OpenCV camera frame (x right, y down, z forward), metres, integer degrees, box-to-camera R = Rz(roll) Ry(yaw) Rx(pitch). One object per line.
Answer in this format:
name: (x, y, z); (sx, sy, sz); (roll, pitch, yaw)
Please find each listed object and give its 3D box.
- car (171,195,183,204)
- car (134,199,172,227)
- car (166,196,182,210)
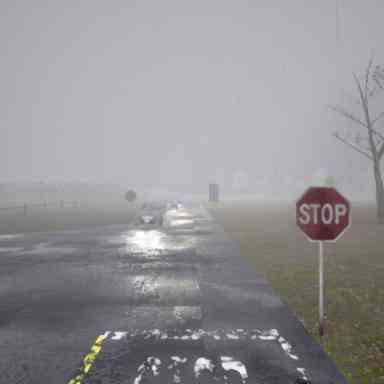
car: (-2.770, 1.417, 61.979); (2.128, 1.511, 4.902); (0, 0, 0)
car: (-2.758, 1.498, 22.901); (2.128, 1.511, 4.902); (0, 0, 0)
car: (-2.765, 1.490, 43.166); (2.128, 1.511, 4.902); (0, 0, 0)
